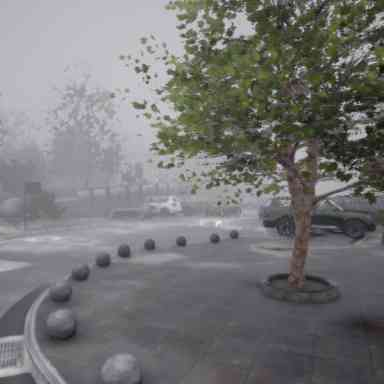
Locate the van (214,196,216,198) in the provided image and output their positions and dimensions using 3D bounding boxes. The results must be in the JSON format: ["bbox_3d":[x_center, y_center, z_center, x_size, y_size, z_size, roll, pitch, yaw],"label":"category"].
[{"bbox_3d":[1.389,1.455,39.956,4.442,1.987,1.878,-1,-1,15],"label":"van"}]

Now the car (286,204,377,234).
[{"bbox_3d":[8.220,1.563,20.154,4.792,1.488,2.163,0,0,15],"label":"car"}]

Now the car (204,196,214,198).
[{"bbox_3d":[-0.277,1.553,37.480,4.553,1.767,2.185,-1,-1,15],"label":"car"}]

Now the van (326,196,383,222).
[{"bbox_3d":[13.506,1.313,27.370,4.442,1.987,1.878,0,0,15],"label":"van"}]

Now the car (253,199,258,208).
[{"bbox_3d":[7.421,1.604,29.169,1.837,1.490,4.892,-1,0,35],"label":"car"}]

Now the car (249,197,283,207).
[{"bbox_3d":[12.193,1.677,54.658,5.366,1.575,1.946,-1,-1,15],"label":"car"}]

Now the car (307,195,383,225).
[{"bbox_3d":[11.650,1.286,24.987,5.566,2.045,2.435,0,0,15],"label":"car"}]

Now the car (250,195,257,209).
[{"bbox_3d":[6.786,1.556,47.305,4.553,1.767,2.185,-1,0,15],"label":"car"}]

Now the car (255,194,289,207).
[{"bbox_3d":[13.791,1.433,57.157,5.566,2.045,2.435,-1,-1,16],"label":"car"}]

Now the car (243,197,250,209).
[{"bbox_3d":[5.037,1.555,44.832,4.553,1.767,2.185,-1,0,16],"label":"car"}]

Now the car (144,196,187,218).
[{"bbox_3d":[-3.779,1.424,32.536,5.566,2.045,2.435,-1,-1,15],"label":"car"}]

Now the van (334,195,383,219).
[{"bbox_3d":[15.221,1.315,29.781,4.442,1.987,1.878,0,0,15],"label":"van"}]

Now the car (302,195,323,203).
[{"bbox_3d":[27.800,1.563,76.864,4.553,1.767,2.185,-1,0,15],"label":"car"}]

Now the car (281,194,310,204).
[{"bbox_3d":[20.793,1.435,67.019,5.566,2.045,2.435,-1,-1,15],"label":"car"}]

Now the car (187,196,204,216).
[{"bbox_3d":[-1.973,1.424,35.007,5.566,2.045,2.435,-1,-1,15],"label":"car"}]

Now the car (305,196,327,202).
[{"bbox_3d":[29.520,1.691,79.340,4.892,1.521,2.231,-1,-1,15],"label":"car"}]

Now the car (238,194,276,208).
[{"bbox_3d":[10.229,1.433,52.250,5.566,2.045,2.435,-1,0,15],"label":"car"}]

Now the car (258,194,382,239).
[{"bbox_3d":[6.562,1.281,17.754,5.566,2.045,2.435,0,0,16],"label":"car"}]

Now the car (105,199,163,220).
[{"bbox_3d":[-5.525,1.703,30.067,4.792,1.488,2.163,-1,-1,16],"label":"car"}]

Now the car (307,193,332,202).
[{"bbox_3d":[31.244,1.440,81.801,5.566,2.045,2.435,-1,0,15],"label":"car"}]

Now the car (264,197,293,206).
[{"bbox_3d":[15.522,1.686,59.616,4.892,1.521,2.231,-1,-1,16],"label":"car"}]

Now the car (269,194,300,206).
[{"bbox_3d":[17.233,1.435,62.106,5.566,2.045,2.435,-1,-1,15],"label":"car"}]

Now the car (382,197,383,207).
[{"bbox_3d":[9.934,1.284,22.576,5.566,2.045,2.435,0,0,15],"label":"car"}]

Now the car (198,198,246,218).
[{"bbox_3d":[2.992,1.619,31.908,1.882,1.535,5.008,-1,0,36],"label":"car"}]

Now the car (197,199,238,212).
[{"bbox_3d":[3.252,1.681,42.394,4.892,1.521,2.231,-1,-1,15],"label":"car"}]

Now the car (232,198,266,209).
[{"bbox_3d":[8.541,1.712,49.767,4.792,1.488,2.163,-1,-1,15],"label":"car"}]
